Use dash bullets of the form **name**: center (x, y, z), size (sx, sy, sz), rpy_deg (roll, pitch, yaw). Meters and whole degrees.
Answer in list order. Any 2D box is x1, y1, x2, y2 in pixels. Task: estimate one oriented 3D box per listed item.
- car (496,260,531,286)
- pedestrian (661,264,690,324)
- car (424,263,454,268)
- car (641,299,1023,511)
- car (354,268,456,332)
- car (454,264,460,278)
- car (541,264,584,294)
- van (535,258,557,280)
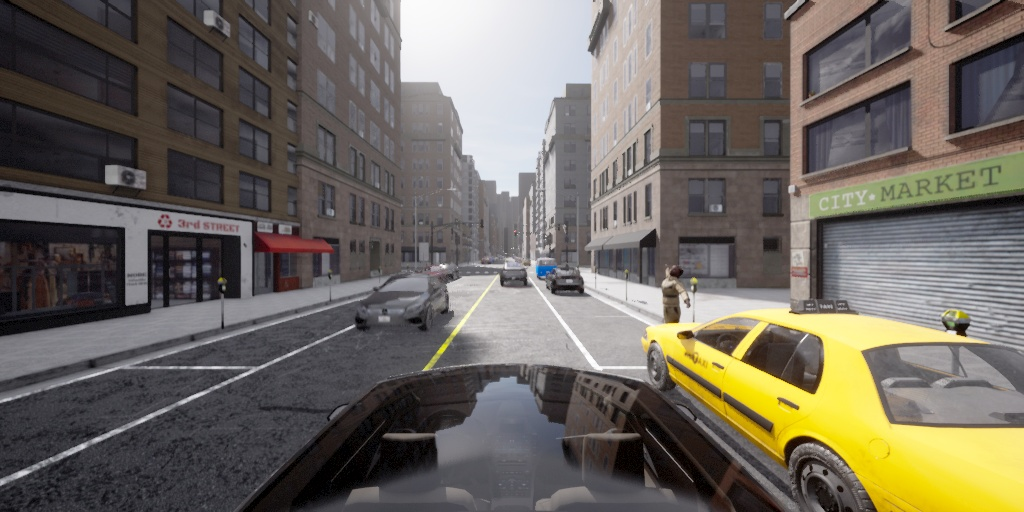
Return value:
- **car**: center (0.128, 1.230, 25.480), size (2.128, 1.511, 4.902), rpy_deg (0, 0, 0)
- **pedestrian**: center (3.010, 1.062, 6.751), size (0.375, 1.860, 0.375), rpy_deg (0, 0, -10)
- **car**: center (-5.612, 1.320, 25.584), size (1.802, 1.307, 4.207), rpy_deg (0, 0, 0)
- **car**: center (3.004, 1.205, 3.760), size (1.801, 1.575, 5.366), rpy_deg (0, 0, 0)
- **car**: center (-3.078, 1.270, 10.993), size (1.812, 1.442, 4.674), rpy_deg (0, 0, 0)
- **car**: center (-5.599, 1.302, 31.035), size (1.948, 1.339, 4.313), rpy_deg (0, 0, 0)
- **car**: center (2.900, 1.306, 20.127), size (1.948, 1.339, 4.313), rpy_deg (0, 0, 0)
- **van**: center (2.926, 1.077, 31.024), size (1.690, 1.789, 3.998), rpy_deg (0, 0, 0)
